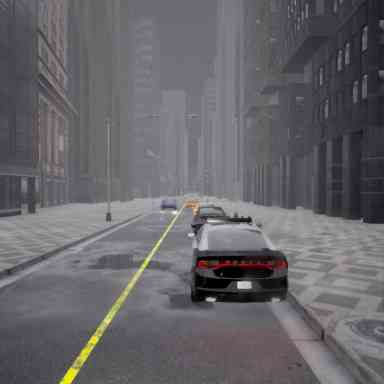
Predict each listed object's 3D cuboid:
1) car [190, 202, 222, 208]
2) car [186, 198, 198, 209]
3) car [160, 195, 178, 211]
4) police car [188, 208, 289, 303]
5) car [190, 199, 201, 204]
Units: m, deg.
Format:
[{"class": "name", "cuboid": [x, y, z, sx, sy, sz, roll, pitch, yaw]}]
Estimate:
[{"class": "car", "cuboid": [0.962, 1.514, 18.302, 1.837, 1.490, 4.892, 0, 0, 0]}, {"class": "car", "cuboid": [0.190, 1.530, 47.070, 1.882, 1.535, 5.008, 0, 0, 1]}, {"class": "car", "cuboid": [-2.853, 1.521, 42.102, 1.882, 1.535, 5.008, 0, 0, 0]}, {"class": "police car", "cuboid": [0.927, 1.426, 8.411, 1.930, 1.638, 5.238, 0, 0, 0]}, {"class": "car", "cuboid": [0.984, 1.495, 24.303, 1.882, 1.535, 5.008, 0, 0, 0]}]
